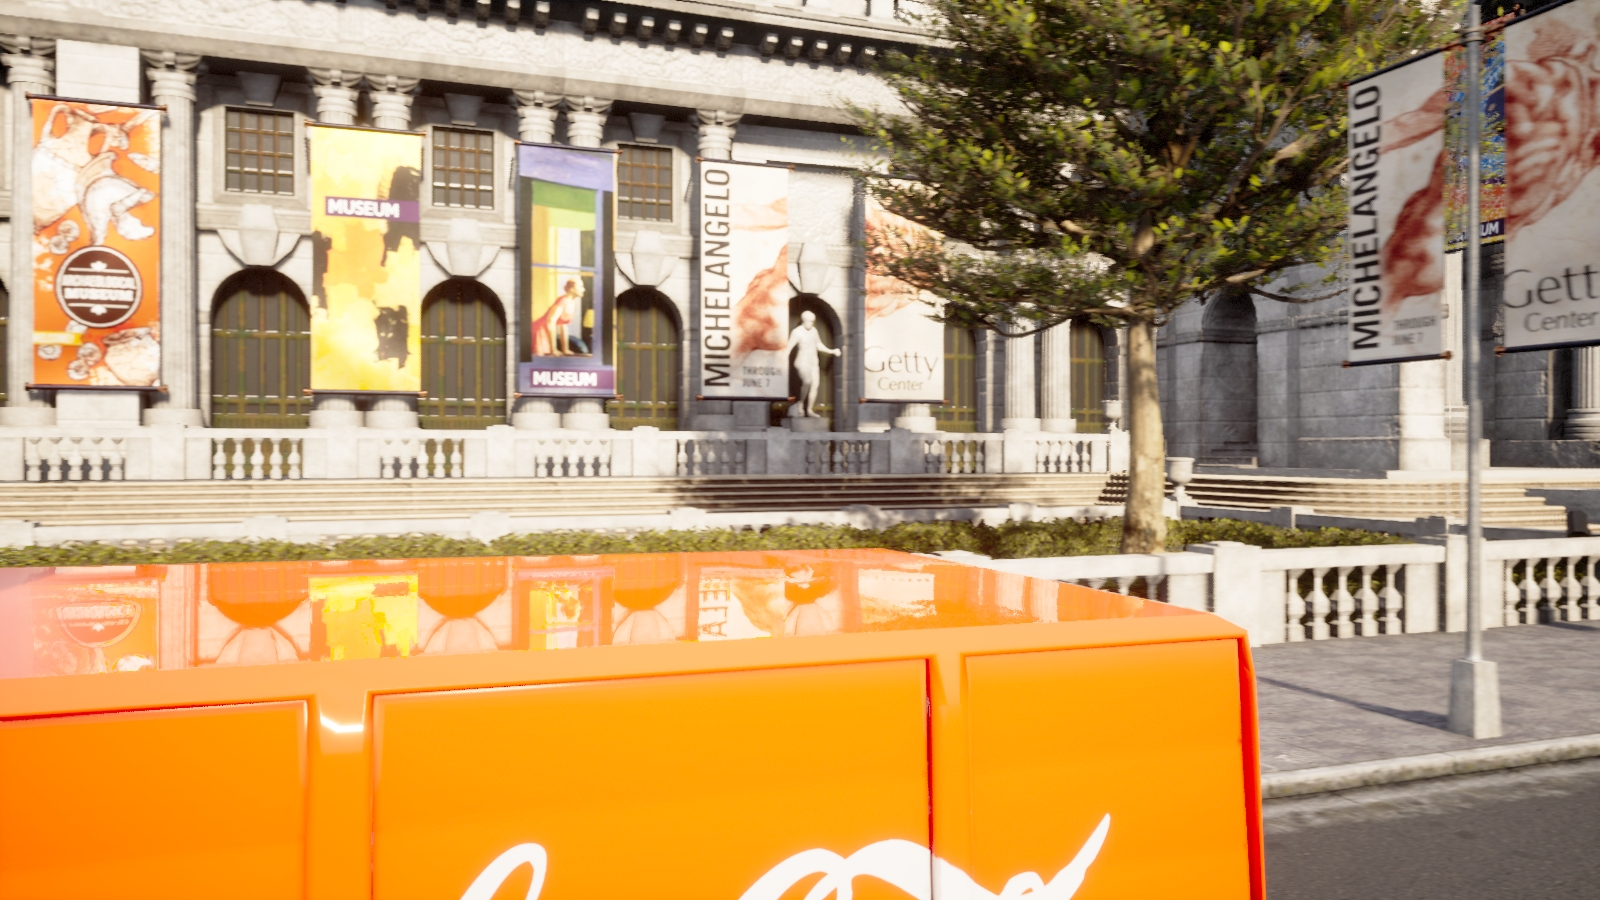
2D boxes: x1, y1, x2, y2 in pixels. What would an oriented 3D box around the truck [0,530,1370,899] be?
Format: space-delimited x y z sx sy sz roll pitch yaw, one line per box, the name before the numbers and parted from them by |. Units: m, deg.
truck | -1.736 1.568 2.666 5.204 2.467 2.627 0 0 -20
